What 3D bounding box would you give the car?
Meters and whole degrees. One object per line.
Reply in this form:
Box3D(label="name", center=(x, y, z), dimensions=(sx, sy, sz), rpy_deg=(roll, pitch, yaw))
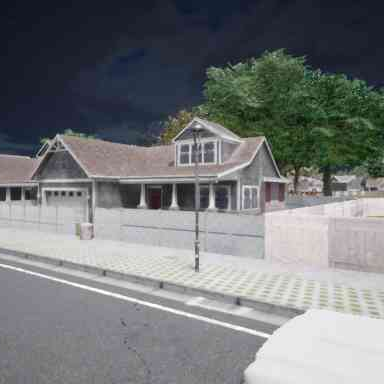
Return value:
Box3D(label="car", center=(2.663, 1.601, 2.088), dimensions=(4.718, 1.301, 1.895), rpy_deg=(0, 0, 36))
